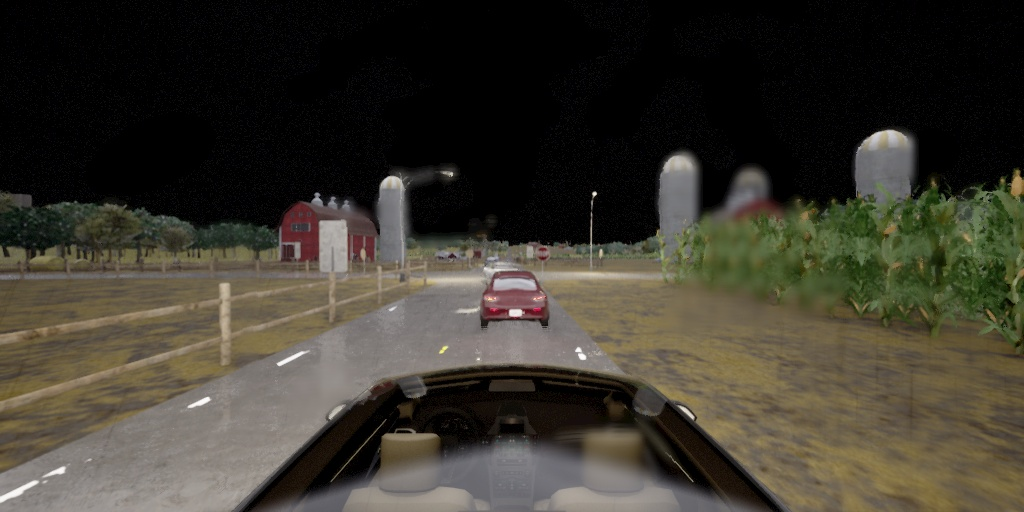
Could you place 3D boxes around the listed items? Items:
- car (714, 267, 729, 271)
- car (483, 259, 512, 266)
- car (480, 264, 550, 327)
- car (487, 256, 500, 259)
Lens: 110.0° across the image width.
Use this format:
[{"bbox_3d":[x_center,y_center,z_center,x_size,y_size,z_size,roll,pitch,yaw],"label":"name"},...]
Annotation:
[{"bbox_3d":[21.074,1.133,33.646,4.181,1.385,1.994,1,1,0],"label":"car"},{"bbox_3d":[-0.849,1.094,24.913,1.895,1.301,4.718,0,0,-12],"label":"car"},{"bbox_3d":[0.047,1.157,10.846,1.812,1.442,4.674,0,1,-1],"label":"car"},{"bbox_3d":[-3.128,0.848,54.314,1.812,1.442,4.674,0,1,0],"label":"car"}]
